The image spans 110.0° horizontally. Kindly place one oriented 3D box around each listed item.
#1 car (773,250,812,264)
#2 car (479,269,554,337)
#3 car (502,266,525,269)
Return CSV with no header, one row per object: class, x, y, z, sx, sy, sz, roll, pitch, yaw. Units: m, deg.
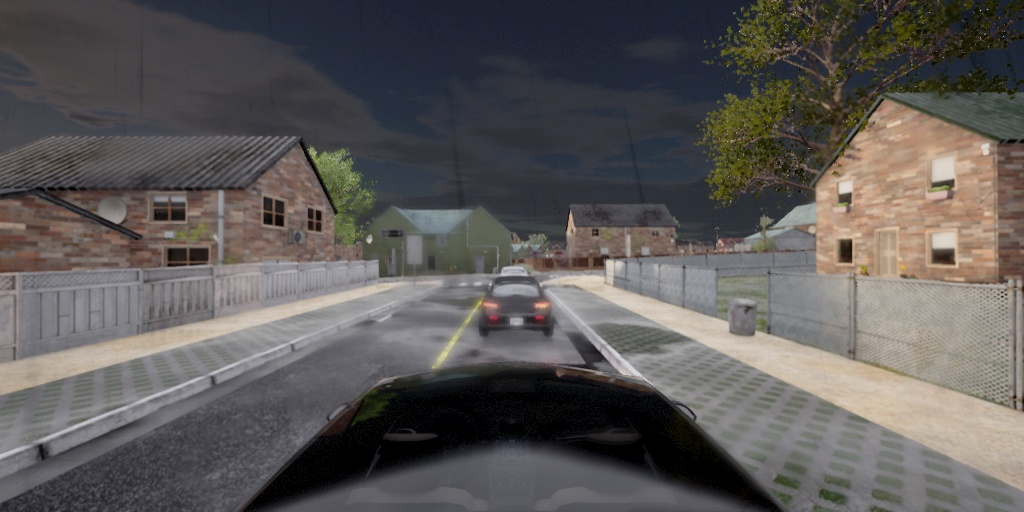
car,25.965,0.266,32.469,4.892,1.490,1.837,-2,0,1
car,0.103,1.273,10.191,1.812,1.442,4.674,0,0,0
car,0.071,1.271,19.359,1.812,1.442,4.674,0,0,-1
